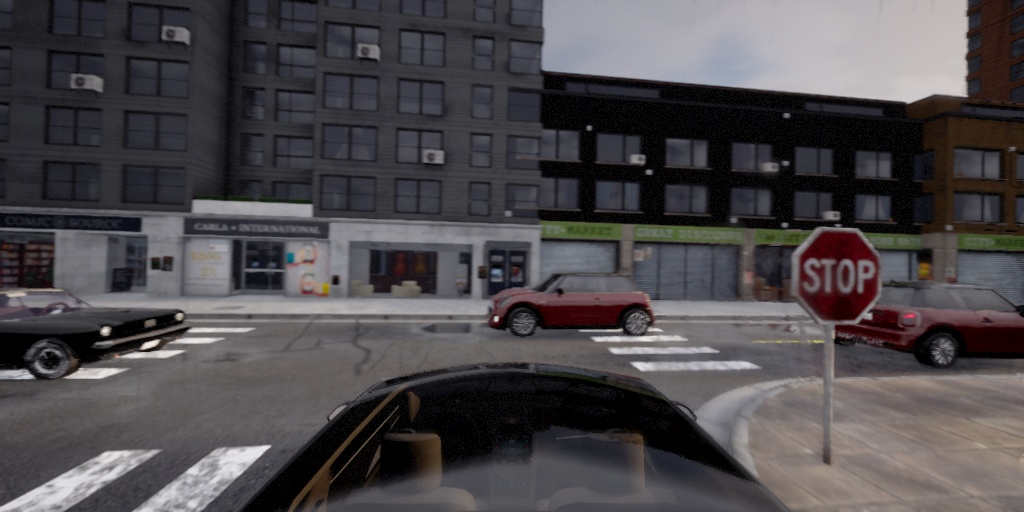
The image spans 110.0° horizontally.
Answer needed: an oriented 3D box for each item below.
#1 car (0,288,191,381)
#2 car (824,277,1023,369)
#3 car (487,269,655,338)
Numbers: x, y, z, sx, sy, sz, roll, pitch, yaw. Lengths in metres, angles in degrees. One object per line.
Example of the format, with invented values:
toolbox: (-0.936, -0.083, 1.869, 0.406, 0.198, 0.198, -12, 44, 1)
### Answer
car: (-8.592, 1.214, 6.105, 4.718, 1.301, 1.895, 1, -1, -7)
car: (9.968, 1.398, 8.250, 4.553, 1.767, 2.097, 1, -1, -7)
car: (1.574, 1.229, 10.252, 4.553, 1.767, 2.097, 1, -1, -7)
